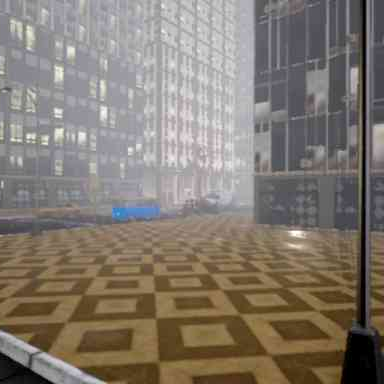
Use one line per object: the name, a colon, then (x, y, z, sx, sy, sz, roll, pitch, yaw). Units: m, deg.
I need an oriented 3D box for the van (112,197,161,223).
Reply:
van: (-4.101, 1.315, 25.053, 1.690, 1.788, 3.998, 0, 0, 38)

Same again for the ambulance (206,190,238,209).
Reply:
ambulance: (3.479, 0.997, 43.793, 2.351, 2.431, 6.366, 0, 0, 38)

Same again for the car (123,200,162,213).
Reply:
car: (-5.383, 1.529, 36.489, 1.802, 1.307, 4.206, 0, 0, 38)

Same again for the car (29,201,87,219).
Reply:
car: (-11.491, 1.464, 28.767, 1.752, 1.417, 4.829, 0, 0, 38)

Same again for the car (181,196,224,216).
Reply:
car: (0.861, 1.420, 31.682, 1.967, 1.590, 4.097, 0, 0, 38)
